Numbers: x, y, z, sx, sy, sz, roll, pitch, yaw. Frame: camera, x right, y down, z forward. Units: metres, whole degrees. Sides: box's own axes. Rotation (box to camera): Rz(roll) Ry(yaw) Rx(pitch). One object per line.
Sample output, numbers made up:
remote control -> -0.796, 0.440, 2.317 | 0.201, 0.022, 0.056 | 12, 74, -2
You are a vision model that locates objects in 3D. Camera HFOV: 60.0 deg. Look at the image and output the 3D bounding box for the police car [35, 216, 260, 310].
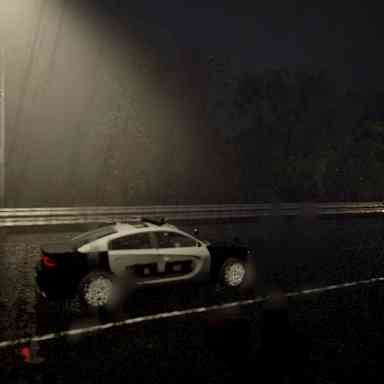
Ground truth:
police car -> -0.778, 1.408, 7.792 | 5.238, 1.638, 1.930 | 0, 0, -26
